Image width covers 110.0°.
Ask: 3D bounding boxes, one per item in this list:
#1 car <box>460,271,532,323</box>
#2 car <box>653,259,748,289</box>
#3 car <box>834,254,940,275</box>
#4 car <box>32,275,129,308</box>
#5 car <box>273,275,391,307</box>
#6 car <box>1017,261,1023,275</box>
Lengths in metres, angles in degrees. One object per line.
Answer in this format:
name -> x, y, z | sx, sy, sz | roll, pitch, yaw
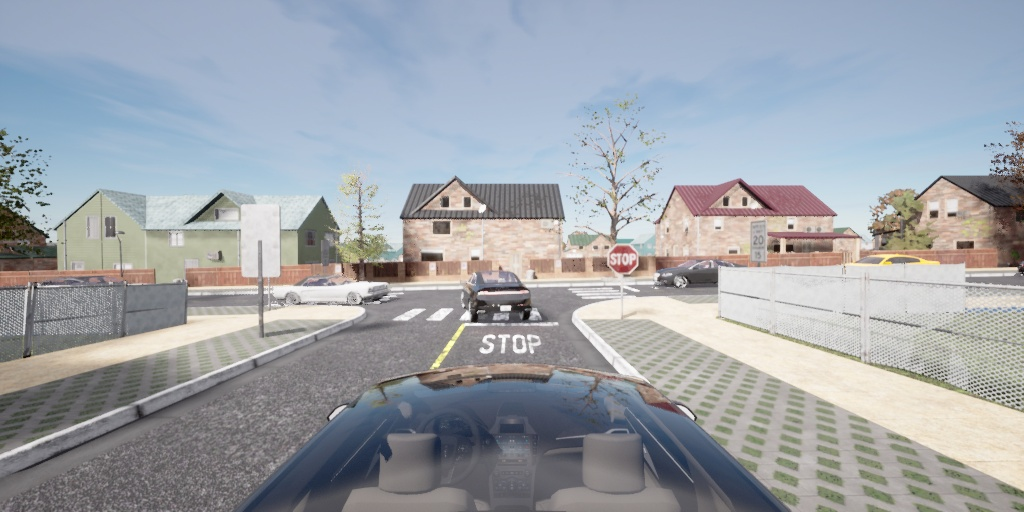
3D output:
car -> -0.676, 1.242, 12.317 | 2.128, 1.511, 4.902 | 0, 0, -12
car -> 10.349, 0.925, 19.714 | 4.902, 1.511, 2.128 | -1, 1, 0
car -> 20.389, 0.675, 19.743 | 5.008, 1.535, 1.882 | -1, 1, 0
car -> -19.604, 1.677, 16.670 | 4.902, 1.511, 2.128 | -1, 1, 0
car -> -8.035, 1.518, 16.221 | 4.718, 1.301, 1.895 | -1, 1, 8
car -> 31.132, 0.437, 19.771 | 4.902, 1.511, 2.128 | -1, 1, 0
